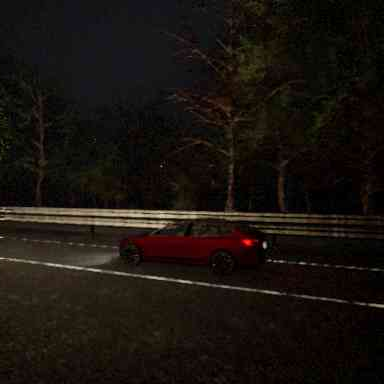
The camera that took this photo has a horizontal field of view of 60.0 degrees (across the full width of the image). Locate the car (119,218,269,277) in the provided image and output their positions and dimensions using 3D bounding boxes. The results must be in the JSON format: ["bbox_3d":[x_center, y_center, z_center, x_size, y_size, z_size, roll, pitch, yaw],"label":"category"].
[{"bbox_3d":[-0.043,1.556,10.432,4.792,1.488,2.163,0,0,26],"label":"car"}]
